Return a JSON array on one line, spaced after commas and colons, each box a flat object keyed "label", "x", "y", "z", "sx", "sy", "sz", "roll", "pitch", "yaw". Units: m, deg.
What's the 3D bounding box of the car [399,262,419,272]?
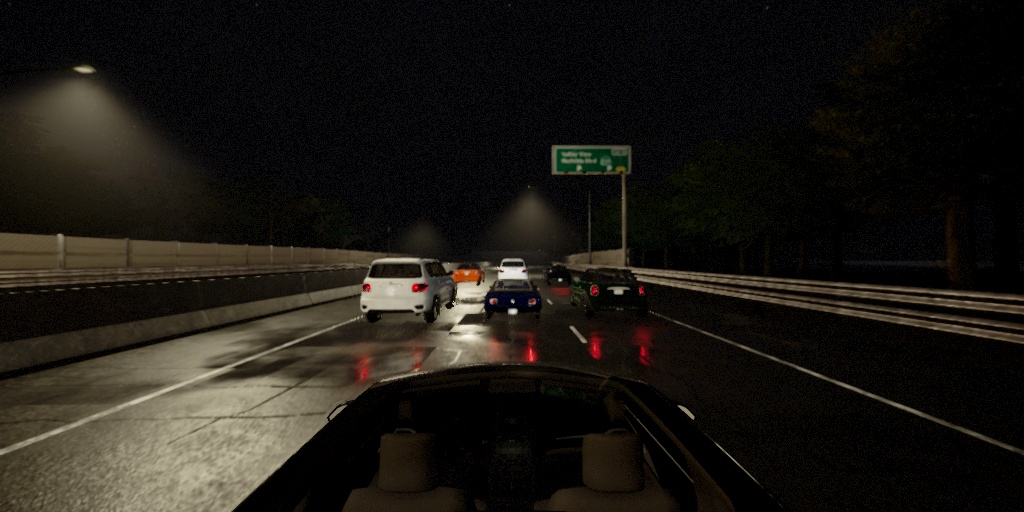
[{"label": "car", "x": -17.201, "y": 1.816, "z": 59.896, "sx": 1.837, "sy": 1.490, "sz": 4.892, "roll": 0, "pitch": -1, "yaw": 1}]

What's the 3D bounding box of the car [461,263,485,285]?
[{"label": "car", "x": -3.379, "y": 1.378, "z": 29.005, "sx": 2.097, "sy": 1.767, "sz": 4.553, "roll": 0, "pitch": -1, "yaw": 1}]

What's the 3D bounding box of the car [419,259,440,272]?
[{"label": "car", "x": -13.700, "y": 1.533, "z": 59.803, "sx": 2.150, "sy": 2.045, "sz": 5.566, "roll": 0, "pitch": -1, "yaw": 1}]

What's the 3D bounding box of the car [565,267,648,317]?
[{"label": "car", "x": 3.561, "y": 1.237, "z": 14.018, "sx": 2.097, "sy": 1.767, "sz": 4.553, "roll": 0, "pitch": -1, "yaw": 1}]

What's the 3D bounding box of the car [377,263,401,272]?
[{"label": "car", "x": -20.672, "y": 1.865, "z": 60.539, "sx": 2.033, "sy": 1.411, "sz": 5.357, "roll": 0, "pitch": -1, "yaw": 1}]

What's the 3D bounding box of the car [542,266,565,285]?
[{"label": "car", "x": 3.621, "y": 1.535, "z": 29.084, "sx": 1.837, "sy": 1.490, "sz": 4.892, "roll": 0, "pitch": 0, "yaw": 1}]

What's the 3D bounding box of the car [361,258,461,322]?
[{"label": "car", "x": -3.453, "y": 1.097, "z": 12.986, "sx": 2.150, "sy": 2.045, "sz": 5.566, "roll": 0, "pitch": 0, "yaw": 1}]

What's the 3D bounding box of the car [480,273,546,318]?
[{"label": "car", "x": 0.054, "y": 1.480, "z": 13.501, "sx": 1.895, "sy": 1.301, "sz": 4.718, "roll": 0, "pitch": -1, "yaw": 1}]

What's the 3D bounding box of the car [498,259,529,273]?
[{"label": "car", "x": 0.103, "y": 1.241, "z": 27.906, "sx": 2.150, "sy": 2.045, "sz": 5.566, "roll": 0, "pitch": 0, "yaw": 1}]
